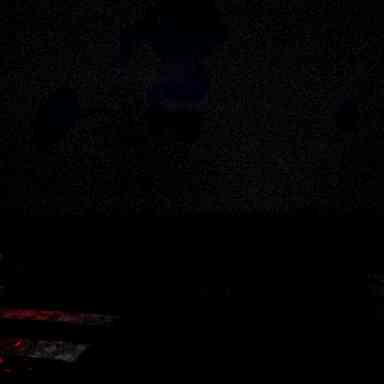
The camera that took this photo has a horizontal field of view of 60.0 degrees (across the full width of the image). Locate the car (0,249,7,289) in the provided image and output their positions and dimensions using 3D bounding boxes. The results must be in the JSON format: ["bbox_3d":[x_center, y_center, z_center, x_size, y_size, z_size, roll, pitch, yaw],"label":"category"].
[{"bbox_3d":[-6.373,1.556,6.787,5.008,1.535,1.882,-1,0,11],"label":"car"}]
